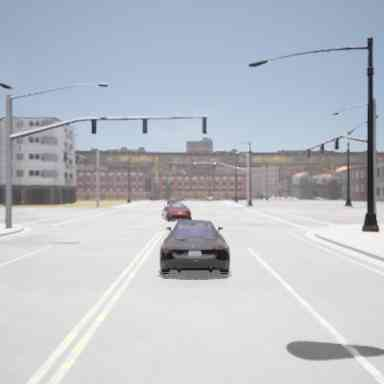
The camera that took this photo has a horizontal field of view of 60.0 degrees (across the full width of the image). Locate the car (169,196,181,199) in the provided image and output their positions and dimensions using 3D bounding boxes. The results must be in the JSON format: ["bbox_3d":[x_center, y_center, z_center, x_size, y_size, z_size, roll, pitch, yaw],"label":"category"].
[{"bbox_3d":[-3.525,1.647,62.512,1.812,1.442,4.674,0,0,1],"label":"car"}]

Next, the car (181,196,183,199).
[{"bbox_3d":[-3.220,1.677,78.175,2.128,1.511,4.902,0,0,6],"label":"car"}]

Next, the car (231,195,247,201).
[{"bbox_3d":[13.429,1.708,94.693,4.902,1.511,2.128,0,0,-24],"label":"car"}]

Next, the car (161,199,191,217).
[{"bbox_3d":[-1.365,1.591,27.837,1.994,1.385,4.181,0,0,-12],"label":"car"}]

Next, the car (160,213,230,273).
[{"bbox_3d":[0.084,1.585,10.708,1.994,1.385,4.181,0,0,0],"label":"car"}]

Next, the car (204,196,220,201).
[{"bbox_3d":[5.386,1.768,88.769,1.895,1.301,4.718,0,0,44],"label":"car"}]
